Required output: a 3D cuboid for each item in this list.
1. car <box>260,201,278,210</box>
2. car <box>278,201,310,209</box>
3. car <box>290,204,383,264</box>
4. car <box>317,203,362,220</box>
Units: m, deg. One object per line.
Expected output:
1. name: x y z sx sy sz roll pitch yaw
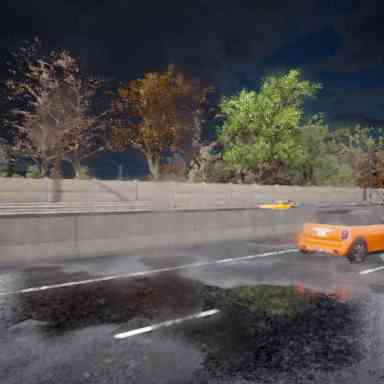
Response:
1. car: 9.589 1.689 36.651 5.008 1.535 1.882 1 0 -35
2. car: 11.036 1.770 33.384 4.181 1.385 1.994 1 0 -35
3. car: 6.073 1.432 12.390 4.553 1.767 2.097 1 0 -36
4. car: 13.786 1.777 31.047 4.181 1.385 1.994 1 0 -35
